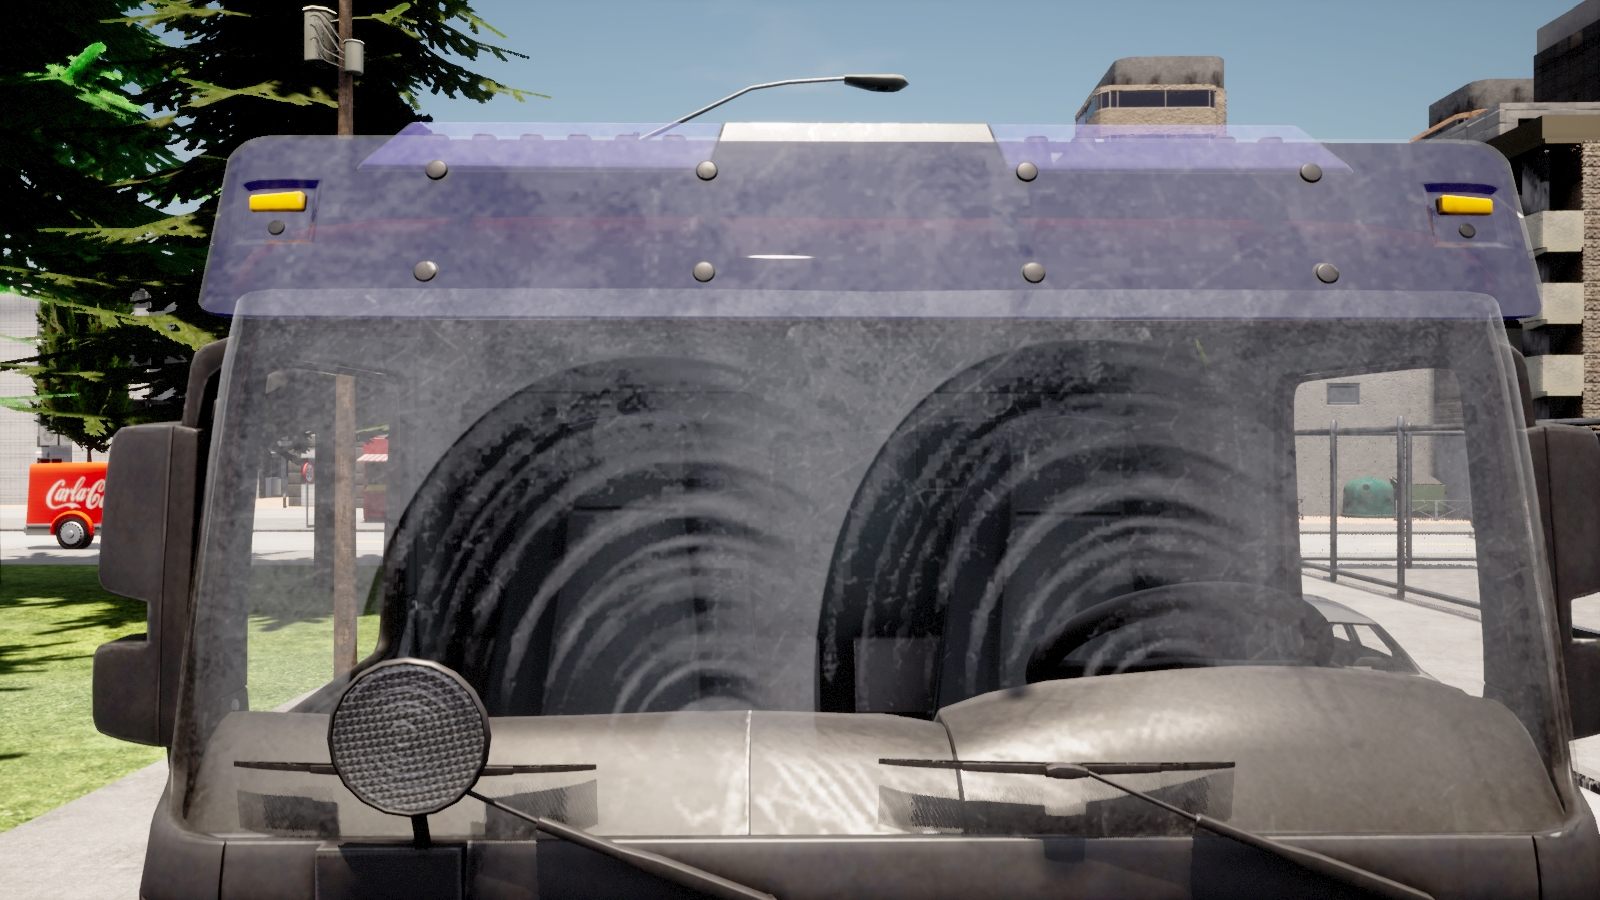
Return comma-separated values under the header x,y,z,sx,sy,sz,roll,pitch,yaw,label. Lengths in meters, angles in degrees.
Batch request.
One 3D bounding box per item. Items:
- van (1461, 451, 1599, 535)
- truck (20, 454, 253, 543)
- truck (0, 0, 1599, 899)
x,y,z,sx,sy,sz,roll,pitch,yaw,label
24.242,1.314,35.747,5.915,2.561,1.988,0,0,1,van
-19.012,1.348,32.943,5.204,2.467,2.627,0,0,1,truck
0.092,0.670,5.580,2.891,3.827,8.468,0,0,-1,truck
